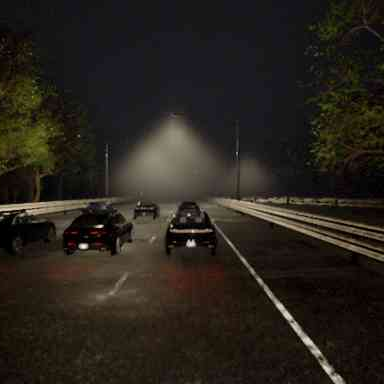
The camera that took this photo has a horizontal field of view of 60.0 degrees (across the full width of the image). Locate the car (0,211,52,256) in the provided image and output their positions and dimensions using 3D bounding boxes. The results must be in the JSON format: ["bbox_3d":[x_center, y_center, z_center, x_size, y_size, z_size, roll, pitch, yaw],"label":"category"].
[{"bbox_3d":[-7.036,1.486,13.090,2.128,1.511,4.902,0,0,0],"label":"car"}]

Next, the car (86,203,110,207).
[{"bbox_3d":[-7.242,1.544,26.071,2.033,1.411,5.357,0,0,-1],"label":"car"}]

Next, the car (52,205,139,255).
[{"bbox_3d":[-3.538,1.501,13.256,1.837,1.490,4.892,0,0,0],"label":"car"}]

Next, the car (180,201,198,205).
[{"bbox_3d":[-0.269,1.502,28.368,1.837,1.490,4.892,0,0,-1],"label":"car"}]

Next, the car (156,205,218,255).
[{"bbox_3d":[-0.039,1.486,13.247,2.128,1.511,4.902,0,0,0],"label":"car"}]

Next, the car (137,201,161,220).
[{"bbox_3d":[-3.767,1.488,28.282,2.128,1.511,4.902,0,0,-1],"label":"car"}]
